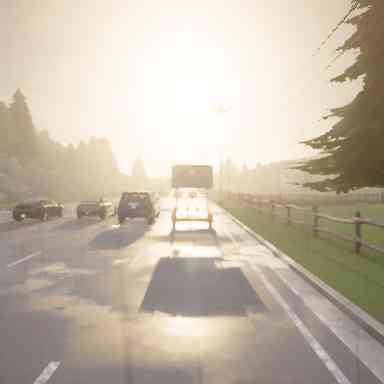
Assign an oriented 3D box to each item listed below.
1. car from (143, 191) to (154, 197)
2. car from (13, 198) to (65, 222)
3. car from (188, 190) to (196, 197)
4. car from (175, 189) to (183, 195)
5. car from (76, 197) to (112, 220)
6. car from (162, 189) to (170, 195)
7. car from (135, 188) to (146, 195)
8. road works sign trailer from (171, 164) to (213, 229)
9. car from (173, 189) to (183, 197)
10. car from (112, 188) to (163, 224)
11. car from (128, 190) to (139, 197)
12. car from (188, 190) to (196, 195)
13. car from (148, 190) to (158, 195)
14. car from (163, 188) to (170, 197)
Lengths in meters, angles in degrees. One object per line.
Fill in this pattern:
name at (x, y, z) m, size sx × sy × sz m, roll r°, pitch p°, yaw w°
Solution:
car at (-10.450, 0.392, 80.062) m, size 1.994 × 1.385 × 4.181 m, roll 0°, pitch 1°, yaw 0°
car at (-10.386, 1.174, 22.887) m, size 1.837 × 1.490 × 4.892 m, roll 0°, pitch 1°, yaw 0°
car at (0.050, 0.363, 80.055) m, size 1.812 × 1.442 × 4.674 m, roll 0°, pitch 1°, yaw 0°
car at (-3.444, 0.036, 90.057) m, size 1.837 × 1.490 × 4.892 m, roll 0°, pitch 1°, yaw 0°
car at (-6.885, 1.140, 24.317) m, size 2.128 × 1.511 × 4.902 m, roll 0°, pitch 1°, yaw 0°
car at (-6.944, 0.036, 90.059) m, size 1.837 × 1.490 × 4.892 m, roll 0°, pitch 1°, yaw 0°
car at (-13.944, -0.108, 90.061) m, size 2.097 × 1.767 × 4.553 m, roll 0°, pitch 1°, yaw 0°
road works sign trailer at (0.013, 0.187, 19.160) m, size 2.380 × 3.560 × 2.880 m, roll 0°, pitch 1°, yaw 0°
car at (-3.450, 0.384, 79.641) m, size 2.033 × 1.411 × 5.357 m, roll 0°, pitch 1°, yaw 0°
car at (-3.384, 0.904, 21.938) m, size 2.150 × 2.045 × 5.566 m, roll 0°, pitch 1°, yaw 0°
car at (-13.950, 0.345, 79.677) m, size 1.837 × 1.490 × 4.892 m, roll 0°, pitch 1°, yaw 0°
car at (0.056, 0.075, 90.055) m, size 2.033 × 1.411 × 5.357 m, roll 0°, pitch 1°, yaw 0°
car at (-10.444, 0.076, 90.062) m, size 2.033 × 1.411 × 5.357 m, roll 0°, pitch 1°, yaw 0°
car at (-6.950, 0.069, 79.668) m, size 2.150 × 2.045 × 5.566 m, roll 0°, pitch 1°, yaw 0°
